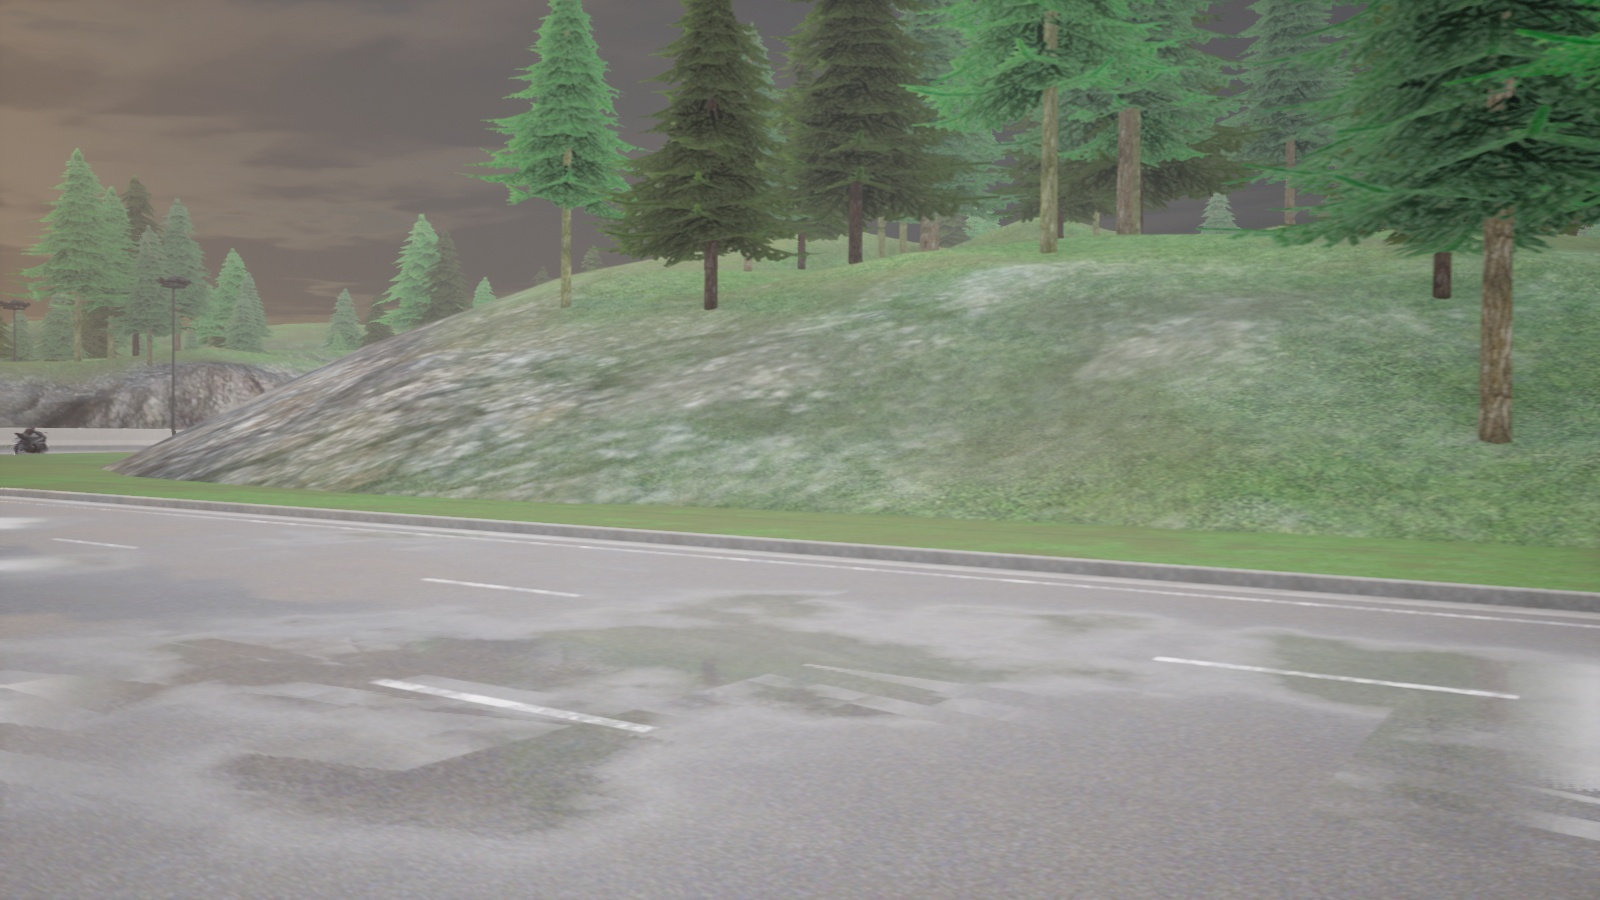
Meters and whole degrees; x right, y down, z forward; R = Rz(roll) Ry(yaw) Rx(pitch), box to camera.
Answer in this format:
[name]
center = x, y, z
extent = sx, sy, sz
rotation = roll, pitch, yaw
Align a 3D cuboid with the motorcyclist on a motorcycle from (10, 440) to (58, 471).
[motorcyclist on a motorcycle]
center = -38.613, 0.252, 63.341
extent = 0.866, 1.530, 2.191
rotation = 1, 1, 7
